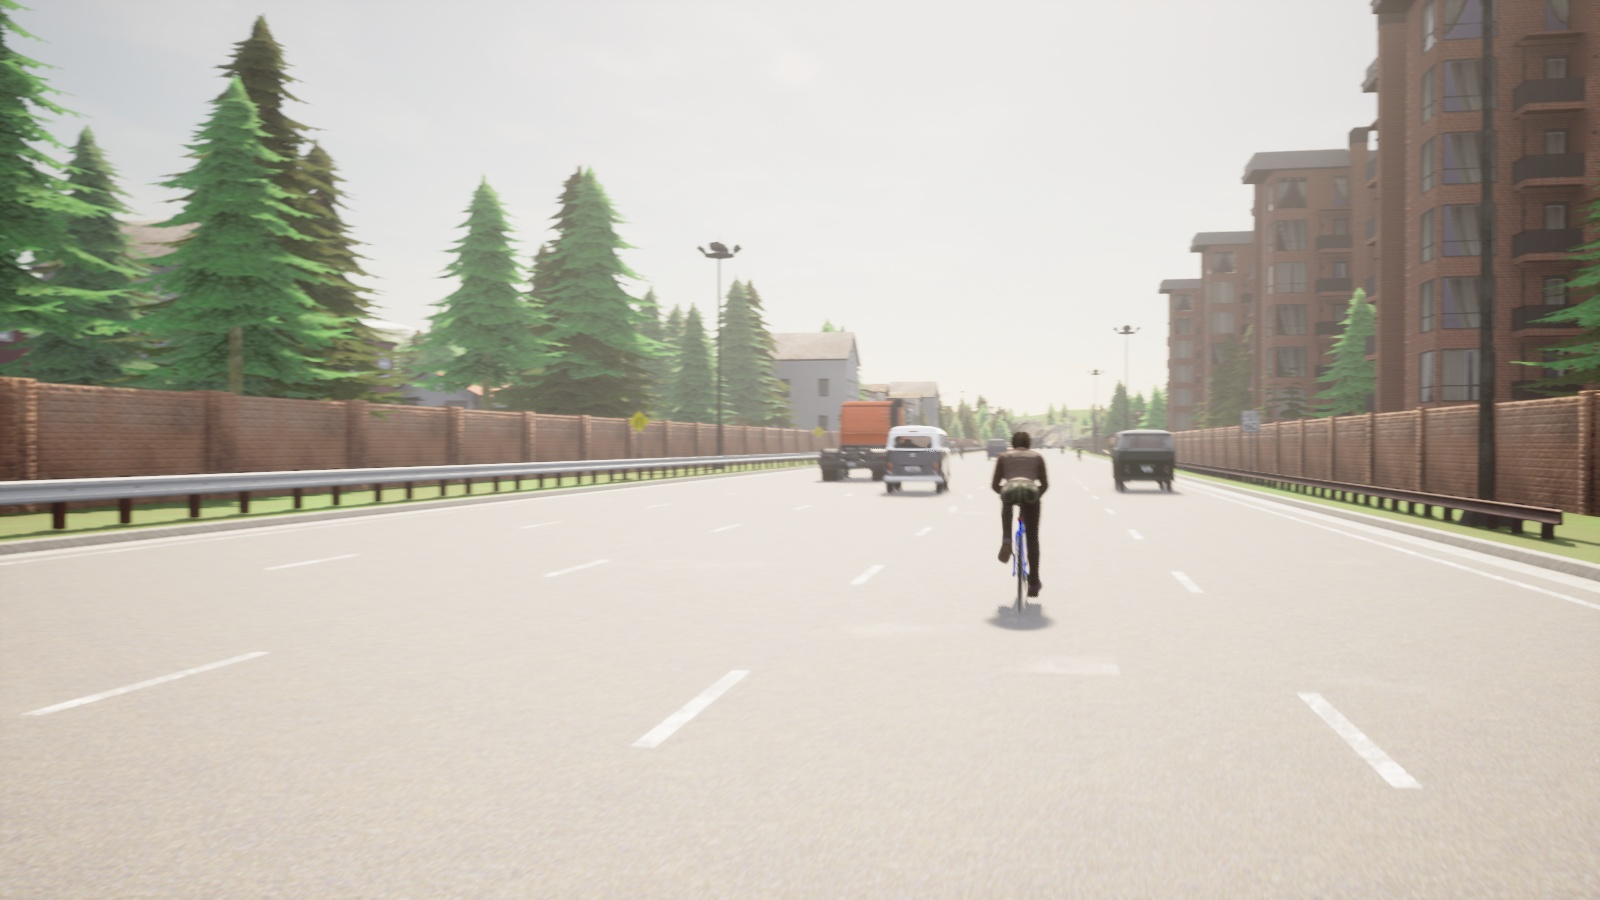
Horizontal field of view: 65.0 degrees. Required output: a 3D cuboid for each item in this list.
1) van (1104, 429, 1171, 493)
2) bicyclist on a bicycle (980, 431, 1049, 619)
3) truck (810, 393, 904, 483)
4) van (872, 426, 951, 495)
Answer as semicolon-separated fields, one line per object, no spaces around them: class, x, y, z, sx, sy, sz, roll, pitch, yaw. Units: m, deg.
van;11.054;0.337;41.321;1.775;1.987;4.442;0;0;10
bicyclist on a bicycle;2.008;0.649;11.684;0.582;1.620;1.656;0;0;10
truck;2.529;-0.490;52.931;2.891;3.462;7.936;0;0;10
van;3.565;0.288;39.331;2.069;2.038;4.480;0;0;10
